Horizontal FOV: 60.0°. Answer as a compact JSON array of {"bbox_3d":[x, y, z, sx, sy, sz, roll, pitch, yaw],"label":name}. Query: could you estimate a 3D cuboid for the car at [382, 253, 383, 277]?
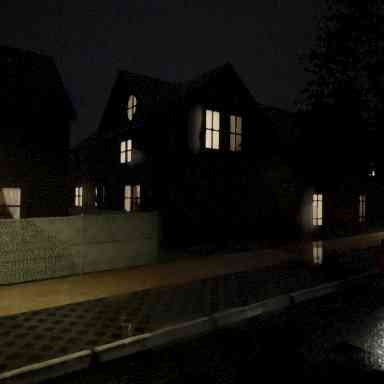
[{"bbox_3d":[6.775,1.227,7.910,5.566,2.045,2.150,0,0,-36],"label":"car"}]
